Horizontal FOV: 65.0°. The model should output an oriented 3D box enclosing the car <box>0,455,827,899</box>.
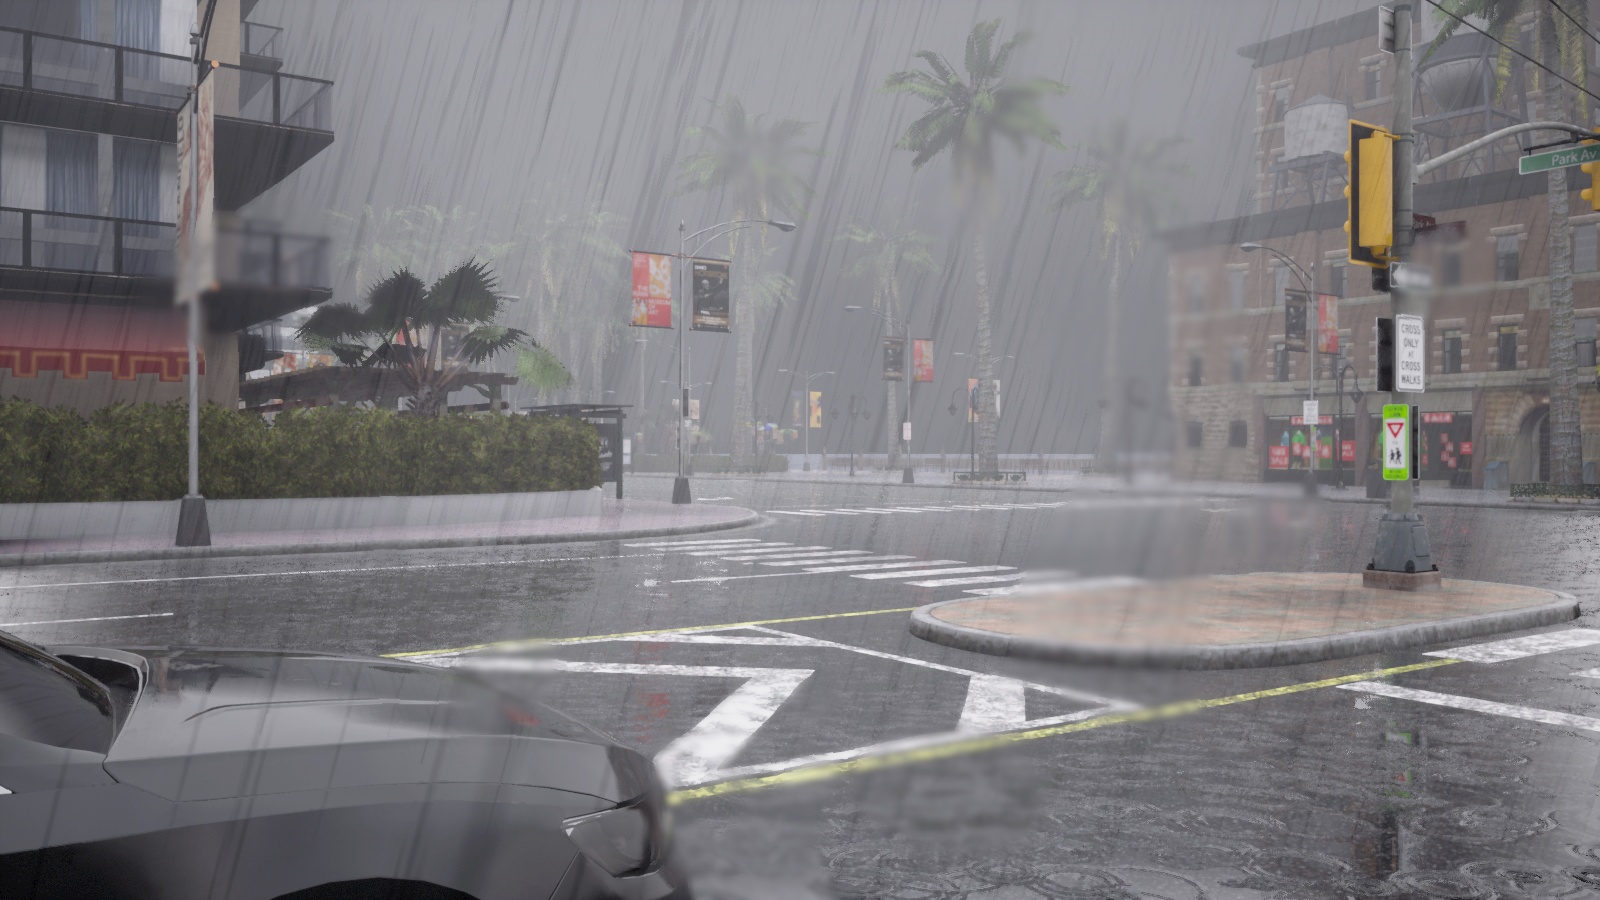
[{"bbox_3d":[-2.478,0.760,1.933,4.892,1.490,1.837,0,0,-35],"label":"car"}]
